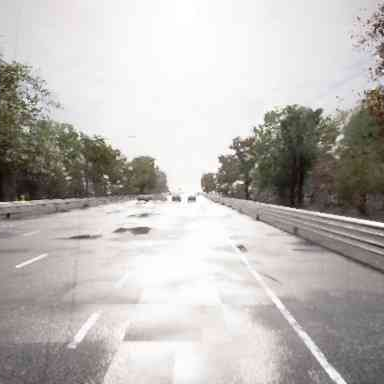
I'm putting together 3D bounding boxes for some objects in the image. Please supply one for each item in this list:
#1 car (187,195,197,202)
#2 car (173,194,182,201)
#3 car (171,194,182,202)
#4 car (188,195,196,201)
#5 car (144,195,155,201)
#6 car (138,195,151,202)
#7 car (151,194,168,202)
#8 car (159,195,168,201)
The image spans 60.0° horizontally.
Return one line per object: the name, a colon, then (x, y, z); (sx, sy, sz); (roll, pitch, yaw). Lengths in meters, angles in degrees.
car: (-0.027, 1.318, 71.554); (1.882, 1.535, 5.008); (0, 0, 0)
car: (-3.531, 1.294, 81.951); (2.097, 1.767, 4.553); (0, 0, 0)
car: (-3.526, 1.340, 71.553); (1.837, 1.490, 4.892); (0, 0, 0)
car: (-0.031, 1.439, 81.983); (1.837, 1.490, 4.892); (0, 0, 0)
car: (-10.531, 1.463, 81.978); (2.128, 1.511, 4.902); (0, 0, 0)
car: (-10.527, 1.392, 71.967); (1.994, 1.385, 4.181); (0, 0, 0)
car: (-7.027, 1.195, 71.905); (2.097, 1.767, 4.553); (0, 0, 0)
car: (-7.031, 1.491, 81.980); (1.994, 1.385, 4.181); (0, 0, 0)
